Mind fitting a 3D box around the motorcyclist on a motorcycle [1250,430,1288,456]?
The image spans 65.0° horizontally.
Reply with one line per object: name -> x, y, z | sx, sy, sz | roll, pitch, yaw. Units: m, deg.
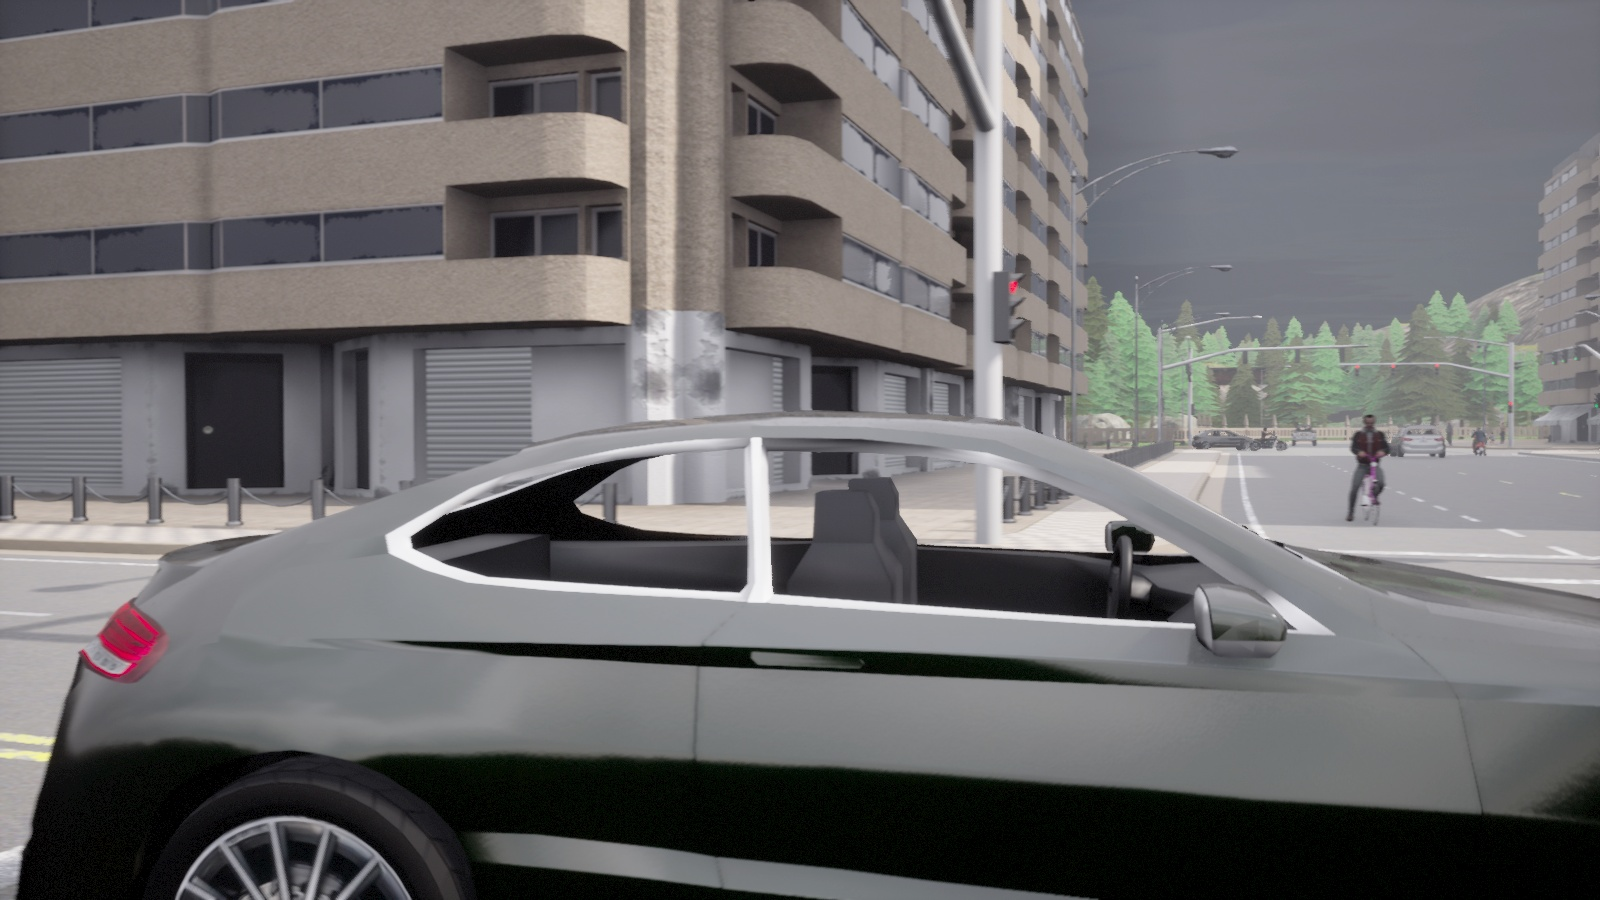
motorcyclist on a motorcycle -> 30.921, -0.459, 82.842 | 2.350, 1.649, 0.766 | 1, 1, 19

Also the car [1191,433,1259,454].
car -> 29.719, -0.462, 87.964 | 4.193, 1.474, 1.816 | 0, 1, 4

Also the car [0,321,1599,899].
car -> 0.492, 0.555, 3.678 | 5.027, 1.651, 2.152 | 0, 1, 8

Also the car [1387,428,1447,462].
car -> 32.087, -0.290, 65.416 | 2.242, 1.667, 4.611 | 1, 1, 19

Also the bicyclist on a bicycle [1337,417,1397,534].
bicyclist on a bicycle -> 9.070, 0.379, 20.145 | 0.659, 1.776, 1.843 | 1, 1, 18
